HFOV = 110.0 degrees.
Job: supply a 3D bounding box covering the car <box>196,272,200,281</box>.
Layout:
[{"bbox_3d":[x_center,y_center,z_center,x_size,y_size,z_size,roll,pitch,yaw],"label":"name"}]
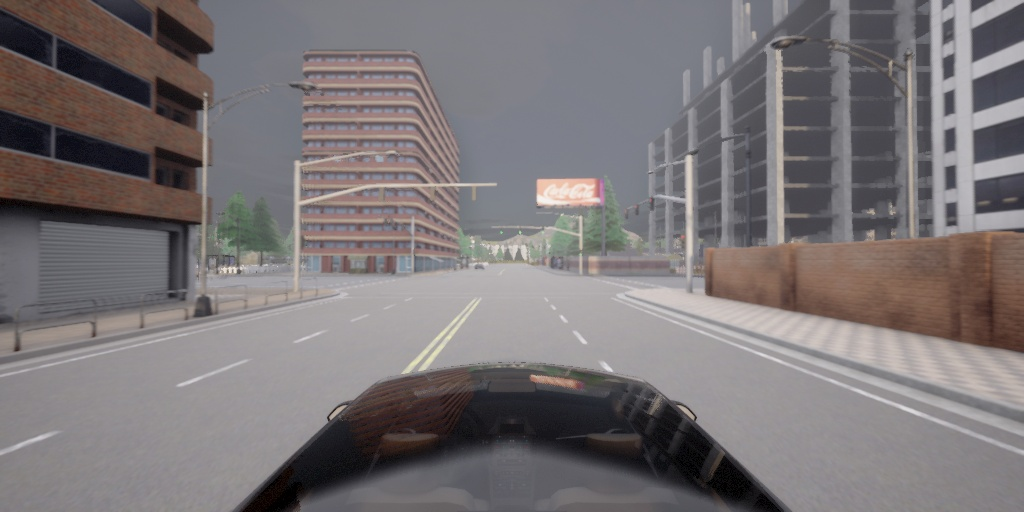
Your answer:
[{"bbox_3d":[-31.317,1.632,32.653,5.008,1.535,1.882,0,-1,1],"label":"car"}]
